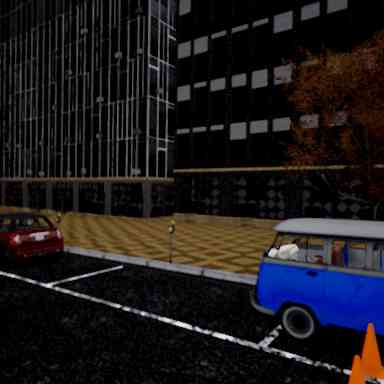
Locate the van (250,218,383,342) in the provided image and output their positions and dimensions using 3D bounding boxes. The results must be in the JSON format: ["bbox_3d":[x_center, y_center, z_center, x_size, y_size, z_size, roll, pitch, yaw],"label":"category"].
[{"bbox_3d":[2.904,1.342,4.895,3.998,1.788,1.690,0,1,35],"label":"van"}]

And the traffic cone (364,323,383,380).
[{"bbox_3d":[2.254,1.956,4.192,0.340,0.580,0.340,0,0,35],"label":"traffic cone"}]

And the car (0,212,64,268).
[{"bbox_3d":[-6.283,1.435,11.387,4.097,1.590,1.967,0,1,35],"label":"car"}]

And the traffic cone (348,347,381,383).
[{"bbox_3d":[1.677,1.956,3.376,0.340,0.580,0.340,0,0,35],"label":"traffic cone"}]
